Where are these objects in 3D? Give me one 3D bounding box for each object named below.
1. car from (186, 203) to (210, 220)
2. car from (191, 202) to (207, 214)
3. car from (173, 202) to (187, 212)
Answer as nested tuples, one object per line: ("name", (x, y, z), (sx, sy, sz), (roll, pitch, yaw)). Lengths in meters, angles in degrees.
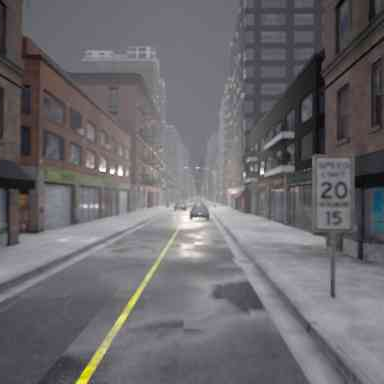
("car", (0.756, 2.026, 33.562), (1.994, 1.385, 4.181), (0, -1, 1))
("car", (0.984, 2.173, 45.341), (2.033, 1.411, 5.357), (0, -1, 2))
("car", (-1.709, 2.213, 49.980), (1.837, 1.490, 4.892), (0, -1, 1))
